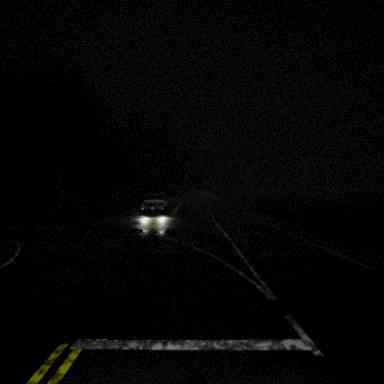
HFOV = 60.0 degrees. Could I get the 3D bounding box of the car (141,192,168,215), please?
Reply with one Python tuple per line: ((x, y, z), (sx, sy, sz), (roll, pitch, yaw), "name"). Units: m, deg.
((-3.522, 1.041, 32.313), (2.150, 2.045, 5.566), (0, 1, 0), "car")
